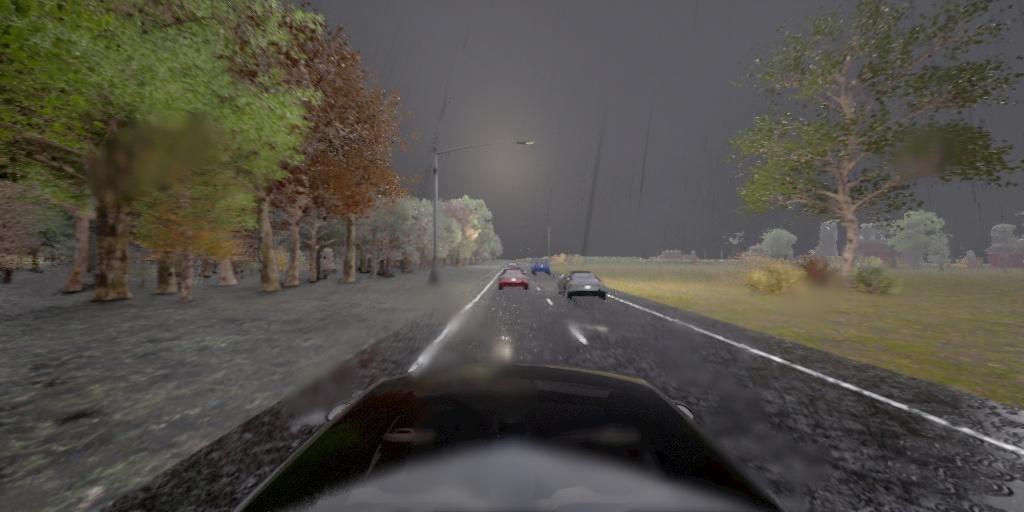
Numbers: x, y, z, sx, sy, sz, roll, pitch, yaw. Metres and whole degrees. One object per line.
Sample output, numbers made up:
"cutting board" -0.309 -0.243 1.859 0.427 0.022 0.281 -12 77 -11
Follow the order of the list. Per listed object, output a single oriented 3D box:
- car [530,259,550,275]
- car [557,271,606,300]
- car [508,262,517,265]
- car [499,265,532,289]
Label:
"car" 3.606 1.347 45.990 2.150 2.045 5.566 0 0 0
"car" 3.602 1.467 19.041 1.994 1.385 4.181 0 0 0
"car" 0.108 1.724 55.150 1.812 1.442 4.674 0 0 0
"car" 0.104 1.518 25.136 1.994 1.385 4.181 0 0 0
